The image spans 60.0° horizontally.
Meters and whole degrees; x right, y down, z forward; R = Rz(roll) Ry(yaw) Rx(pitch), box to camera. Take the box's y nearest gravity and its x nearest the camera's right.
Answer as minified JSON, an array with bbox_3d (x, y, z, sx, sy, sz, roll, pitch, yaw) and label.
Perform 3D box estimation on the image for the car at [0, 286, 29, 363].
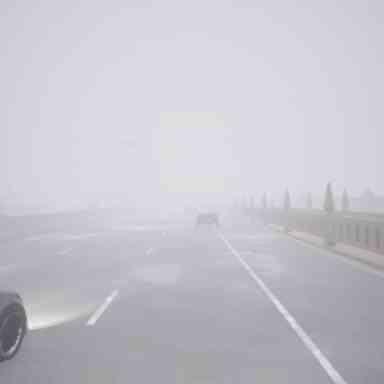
[{"bbox_3d":[-3.401,1.559,3.227,1.994,1.385,4.181,0,0,0],"label":"car"}]

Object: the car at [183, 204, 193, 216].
[{"bbox_3d":[0.005,2.688,46.429,1.895,1.301,4.718,0,-2,0],"label":"car"}]

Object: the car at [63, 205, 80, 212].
[{"bbox_3d":[-21.714,3.006,60.328,2.033,1.411,5.357,0,-2,-7],"label":"car"}]

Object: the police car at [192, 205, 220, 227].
[{"bbox_3d":[1.222,2.014,27.827,1.930,1.638,5.238,0,-2,0],"label":"police car"}]

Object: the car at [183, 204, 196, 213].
[{"bbox_3d":[-0.546,2.972,60.462,1.837,1.490,4.892,0,-2,-8],"label":"car"}]

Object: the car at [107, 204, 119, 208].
[{"bbox_3d":[-15.237,3.067,64.472,1.837,1.490,4.892,0,-1,-7],"label":"car"}]

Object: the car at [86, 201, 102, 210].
[{"bbox_3d":[-18.609,2.763,63.383,2.150,2.045,5.566,0,-1,-7],"label":"car"}]

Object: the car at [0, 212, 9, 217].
[{"bbox_3d":[-14.095,2.018,22.860,1.994,1.385,4.181,0,-2,0],"label":"car"}]
